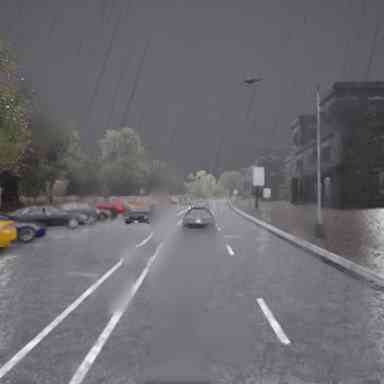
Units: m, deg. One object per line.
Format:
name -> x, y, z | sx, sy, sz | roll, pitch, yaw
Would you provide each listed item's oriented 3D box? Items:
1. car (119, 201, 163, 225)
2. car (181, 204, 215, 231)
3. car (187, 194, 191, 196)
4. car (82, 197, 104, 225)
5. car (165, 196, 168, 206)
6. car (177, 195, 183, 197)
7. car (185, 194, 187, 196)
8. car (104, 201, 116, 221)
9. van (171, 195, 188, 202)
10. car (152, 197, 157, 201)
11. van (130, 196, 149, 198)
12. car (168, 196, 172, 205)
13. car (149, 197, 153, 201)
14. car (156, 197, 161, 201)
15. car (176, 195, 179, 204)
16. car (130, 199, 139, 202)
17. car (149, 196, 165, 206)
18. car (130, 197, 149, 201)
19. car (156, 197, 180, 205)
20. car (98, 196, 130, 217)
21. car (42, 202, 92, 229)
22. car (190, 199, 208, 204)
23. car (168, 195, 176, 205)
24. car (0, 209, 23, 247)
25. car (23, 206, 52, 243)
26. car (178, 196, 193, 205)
car -> -3.782, 1.704, 25.735 | 2.033, 1.411, 5.357 | 0, 0, 2
car -> 0.441, 1.688, 21.387 | 1.994, 1.385, 4.181 | 0, 0, 2
car -> -3.885, 1.826, 92.328 | 5.566, 2.045, 2.435 | -1, 0, -14
car -> -9.036, 1.508, 24.313 | 4.553, 1.767, 2.185 | -1, 0, -18
car -> -7.259, 1.916, 56.890 | 5.008, 1.535, 2.097 | -1, 0, -16
car -> -5.497, 2.022, 74.698 | 5.366, 1.575, 1.946 | -1, -1, -14
car -> -4.491, 1.942, 86.440 | 4.553, 1.767, 2.185 | -1, -1, -14
car -> -8.965, 1.697, 27.278 | 4.674, 1.452, 2.002 | -1, -1, -18
van -> -3.662, 1.855, 95.247 | 4.442, 1.987, 1.878 | -1, 0, -14
car -> -7.874, 1.879, 48.023 | 4.674, 1.452, 2.002 | 0, -1, -16
van -> -8.151, 1.556, 42.151 | 4.442, 1.987, 1.878 | -1, -1, -17
car -> -6.783, 1.999, 62.816 | 4.674, 1.452, 2.002 | -1, -1, -15
car -> -8.081, 1.851, 45.076 | 4.674, 1.452, 2.002 | -1, 0, -17
car -> -7.691, 1.906, 50.965 | 4.674, 1.452, 2.002 | -1, 0, -16
car -> -5.976, 2.014, 71.693 | 4.892, 1.521, 2.231 | -1, -1, -15
car -> -8.577, 1.770, 36.180 | 4.674, 1.452, 2.002 | -1, -1, -17
car -> -7.668, 1.891, 53.879 | 5.366, 1.575, 1.946 | -1, 0, -16
car -> -8.246, 1.751, 39.202 | 5.366, 1.575, 1.946 | -1, -1, -17
car -> -5.555, 2.039, 77.560 | 5.366, 1.575, 1.946 | -1, 0, -14
car -> -8.875, 1.429, 30.234 | 5.566, 2.045, 2.435 | -1, 0, -18
car -> -9.169, 1.614, 21.341 | 4.892, 1.521, 2.231 | -1, -1, -19
car -> 1.166, 1.811, 39.104 | 2.033, 1.411, 5.357 | 0, -1, 3
car -> -6.223, 1.871, 68.741 | 4.553, 1.767, 2.185 | -1, 0, -15
car -> -9.360, 1.553, 12.424 | 5.008, 1.535, 2.097 | -1, 0, -19
car -> -9.279, 1.601, 15.406 | 4.792, 1.488, 2.163 | -1, -1, -19
car -> -1.048, 2.086, 67.384 | 1.895, 1.301, 4.718 | 0, 0, 5
